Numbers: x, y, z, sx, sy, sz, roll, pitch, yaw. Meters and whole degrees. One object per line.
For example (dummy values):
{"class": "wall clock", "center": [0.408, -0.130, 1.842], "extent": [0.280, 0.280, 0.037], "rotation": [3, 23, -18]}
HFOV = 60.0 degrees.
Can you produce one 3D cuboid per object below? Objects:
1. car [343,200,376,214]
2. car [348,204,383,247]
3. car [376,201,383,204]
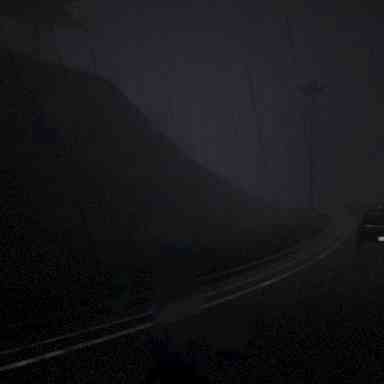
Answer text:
{"class": "car", "center": [15.962, 1.514, 32.211], "extent": [1.882, 1.535, 5.008], "rotation": [0, 0, 17]}
{"class": "car", "center": [8.259, 1.507, 14.388], "extent": [2.128, 1.511, 4.902], "rotation": [0, 0, 30]}
{"class": "car", "center": [20.837, 1.642, 37.004], "extent": [1.895, 1.301, 4.718], "rotation": [0, 0, 13]}
